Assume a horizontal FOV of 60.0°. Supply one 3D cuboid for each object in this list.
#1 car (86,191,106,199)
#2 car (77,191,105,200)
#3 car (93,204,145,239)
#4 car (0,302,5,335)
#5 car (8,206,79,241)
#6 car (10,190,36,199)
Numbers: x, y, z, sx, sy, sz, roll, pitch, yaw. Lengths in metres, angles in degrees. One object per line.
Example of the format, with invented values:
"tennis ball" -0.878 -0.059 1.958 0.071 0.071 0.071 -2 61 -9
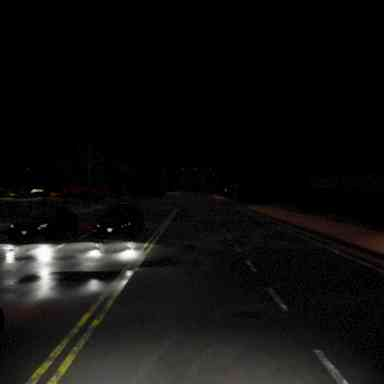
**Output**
"car" -21.402 0.690 73.932 3.866 1.878 1.905 0 0 0
"car" -21.459 0.705 71.038 4.605 1.855 1.932 0 0 0
"car" -3.537 1.400 16.811 1.837 1.490 4.892 0 0 1
"car" -3.588 1.545 2.907 1.994 1.385 4.181 0 0 0
"car" -7.040 1.422 16.310 1.812 1.442 4.674 0 0 1
"car" -38.867 0.913 76.654 3.806 1.475 1.970 0 0 0
